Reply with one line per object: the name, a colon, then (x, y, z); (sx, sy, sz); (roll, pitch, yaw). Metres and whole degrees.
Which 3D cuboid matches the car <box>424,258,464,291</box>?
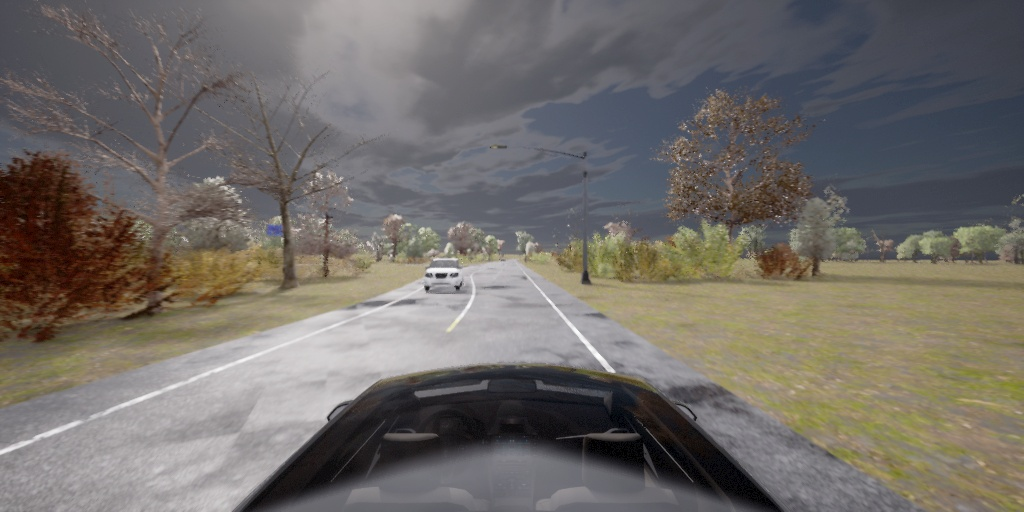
car: (-4.368, 1.128, 23.539); (2.150, 2.045, 5.566); (0, 0, -5)
